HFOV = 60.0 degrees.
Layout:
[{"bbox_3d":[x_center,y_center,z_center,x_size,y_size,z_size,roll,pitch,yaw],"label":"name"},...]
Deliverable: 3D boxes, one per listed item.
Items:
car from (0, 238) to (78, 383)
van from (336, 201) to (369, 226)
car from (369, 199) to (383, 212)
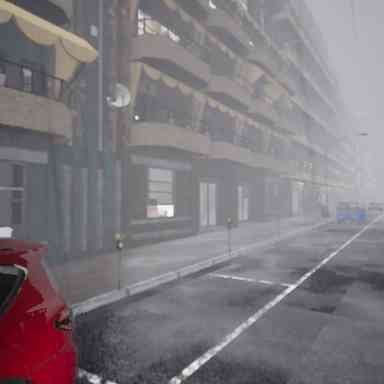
[{"bbox_3d":[-3.048,1.375,1.841,2.192,1.841,5.009,0,0,33],"label":"car"},{"bbox_3d":[11.990,1.538,25.001,1.690,1.788,3.998,0,0,33],"label":"van"},{"bbox_3d":[24.019,1.917,43.528,1.802,1.307,4.206,0,0,33],"label":"car"}]
